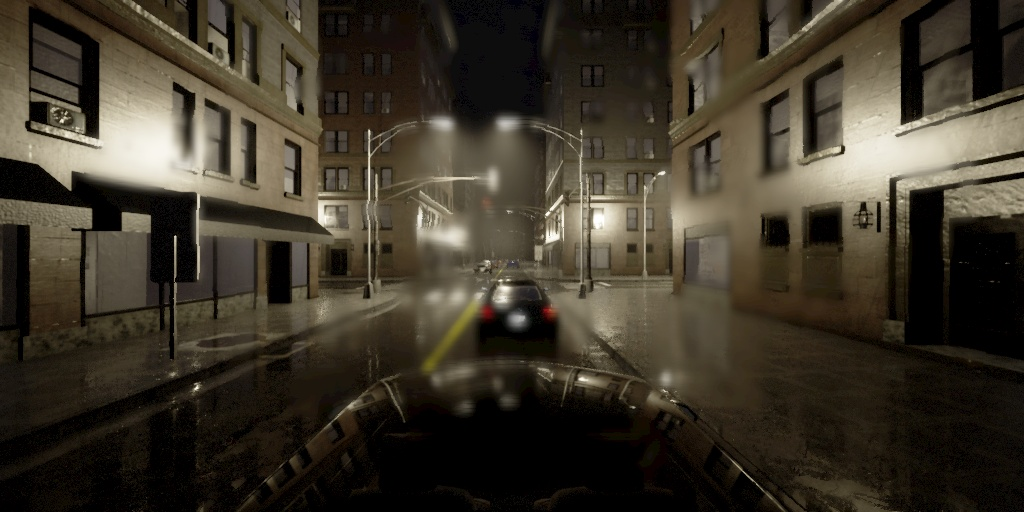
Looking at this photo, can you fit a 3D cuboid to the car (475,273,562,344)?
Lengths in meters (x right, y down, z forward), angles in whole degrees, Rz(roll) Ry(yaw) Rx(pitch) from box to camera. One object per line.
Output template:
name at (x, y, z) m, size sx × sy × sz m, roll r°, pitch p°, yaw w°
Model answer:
car at (0.117, 1.313, 9.592) m, size 1.994 × 1.385 × 4.181 m, roll 0°, pitch 0°, yaw -1°

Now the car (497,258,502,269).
car at (-3.069, 1.284, 55.041) m, size 2.033 × 1.411 × 5.357 m, roll 0°, pitch 0°, yaw 0°

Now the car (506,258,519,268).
car at (0.123, 1.081, 62.768) m, size 2.097 × 1.767 × 4.553 m, roll 0°, pitch 0°, yaw 0°

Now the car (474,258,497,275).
car at (-3.085, 1.236, 39.508) m, size 2.128 × 1.511 × 4.902 m, roll 0°, pitch 0°, yaw -1°
